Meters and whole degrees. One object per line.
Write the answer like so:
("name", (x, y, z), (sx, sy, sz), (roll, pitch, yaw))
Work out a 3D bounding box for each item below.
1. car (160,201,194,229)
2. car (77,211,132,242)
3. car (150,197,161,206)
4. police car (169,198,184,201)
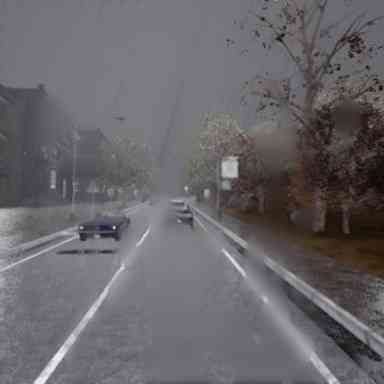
("car", (-0.895, 1.579, 22.521), (2.128, 1.511, 4.902), (0, 0, -3))
("car", (-4.299, 1.668, 16.927), (1.895, 1.301, 4.718), (0, 0, -3))
("car", (-6.478, 1.714, 59.336), (1.837, 1.490, 4.892), (0, 0, -2))
("police car", (-1.909, 1.577, 41.802), (1.930, 1.638, 5.238), (0, 0, -3))
